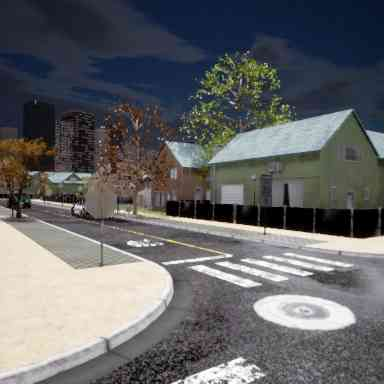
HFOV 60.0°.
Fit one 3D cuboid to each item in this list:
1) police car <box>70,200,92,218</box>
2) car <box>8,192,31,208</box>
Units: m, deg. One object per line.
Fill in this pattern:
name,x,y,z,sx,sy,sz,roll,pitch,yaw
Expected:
police car,-9.189,1.455,29.241,2.038,1.542,4.974,1,0,-35
car,-22.749,1.076,43.827,2.150,2.045,5.566,1,0,-35
